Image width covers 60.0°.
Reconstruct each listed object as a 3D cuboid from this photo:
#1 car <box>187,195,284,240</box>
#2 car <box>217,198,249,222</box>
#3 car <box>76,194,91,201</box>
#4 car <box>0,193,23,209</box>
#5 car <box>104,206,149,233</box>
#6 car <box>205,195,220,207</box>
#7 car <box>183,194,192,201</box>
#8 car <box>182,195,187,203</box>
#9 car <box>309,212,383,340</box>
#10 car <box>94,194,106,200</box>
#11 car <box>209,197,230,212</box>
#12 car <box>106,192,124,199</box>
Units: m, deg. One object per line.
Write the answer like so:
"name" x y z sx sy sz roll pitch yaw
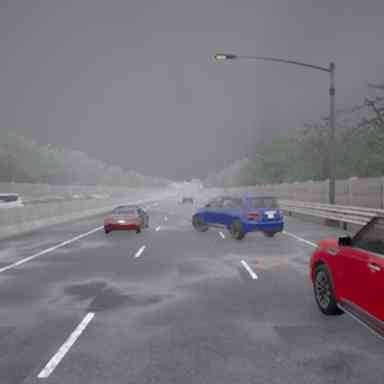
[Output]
"car" 2.154 1.150 16.909 2.150 2.045 5.566 0 0 -29
"car" 3.160 1.351 26.477 1.801 1.575 5.366 0 0 -1
"car" -21.871 1.284 67.388 1.837 1.490 4.892 0 0 -1
"car" -14.410 1.125 24.104 2.150 2.045 5.566 0 0 -1
"car" -3.646 1.485 19.077 1.994 1.385 4.181 0 0 -1
"car" 2.875 1.287 48.480 1.801 1.575 5.366 0 0 -1
"car" -1.002 1.313 77.638 2.033 1.411 5.357 0 0 -1
"car" -0.759 1.284 60.937 1.882 1.535 5.008 0 0 0
"car" 3.446 1.202 4.314 2.150 2.045 5.566 0 0 -1
"car" -18.371 1.262 67.433 1.882 1.535 5.008 0 0 -1
"car" 3.020 1.363 37.289 1.837 1.490 4.892 0 0 -1
"car" -14.859 1.042 65.852 2.150 2.045 5.566 0 0 0
